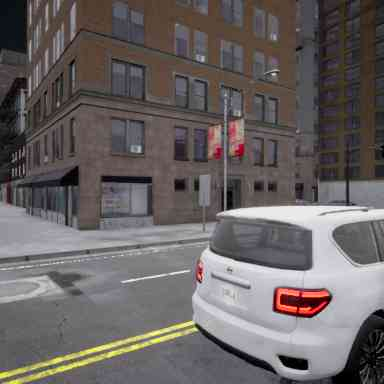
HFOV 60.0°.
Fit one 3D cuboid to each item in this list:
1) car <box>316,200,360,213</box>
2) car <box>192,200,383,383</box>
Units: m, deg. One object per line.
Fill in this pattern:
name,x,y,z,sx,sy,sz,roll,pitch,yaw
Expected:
car,16.945,1.596,38.714,1.947,1.339,4.313,0,0,-35
car,2.618,1.222,5.294,5.566,2.045,2.150,0,0,-35
